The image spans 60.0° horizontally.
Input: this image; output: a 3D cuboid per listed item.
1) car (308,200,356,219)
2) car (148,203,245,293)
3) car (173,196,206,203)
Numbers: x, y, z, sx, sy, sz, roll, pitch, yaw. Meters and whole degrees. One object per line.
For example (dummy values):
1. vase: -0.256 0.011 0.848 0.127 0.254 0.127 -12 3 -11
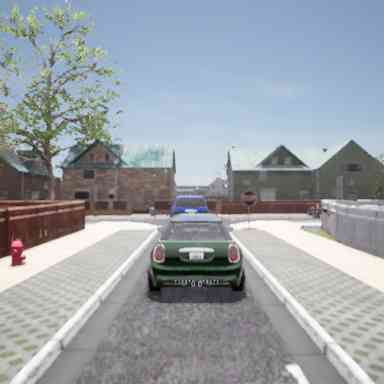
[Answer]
1. car: 12.258 1.461 27.760 5.008 1.535 1.882 0 -1 1
2. car: 0.096 1.357 9.069 2.097 1.767 4.553 0 0 0
3. car: -0.245 1.229 19.941 2.150 2.045 5.566 0 0 -4
